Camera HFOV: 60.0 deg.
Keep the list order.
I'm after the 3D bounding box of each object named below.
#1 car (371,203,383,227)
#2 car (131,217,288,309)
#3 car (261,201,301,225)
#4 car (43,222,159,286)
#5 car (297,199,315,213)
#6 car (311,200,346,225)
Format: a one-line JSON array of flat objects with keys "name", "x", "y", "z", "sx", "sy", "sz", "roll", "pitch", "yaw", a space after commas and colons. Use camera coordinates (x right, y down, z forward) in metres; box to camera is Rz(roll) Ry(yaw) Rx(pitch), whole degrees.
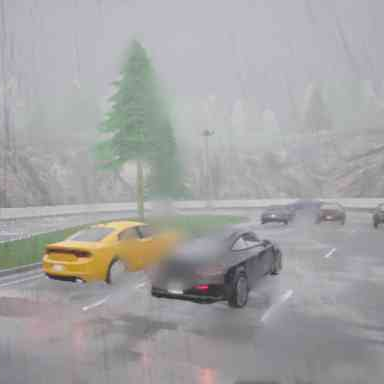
[{"name": "car", "x": 12.345, "y": 1.381, "z": 20.795, "sx": 1.812, "sy": 1.442, "sz": 4.674, "roll": -2, "pitch": -1, "yaw": 28}, {"name": "car", "x": 0.796, "y": 1.586, "z": 8.070, "sx": 1.812, "sy": 1.442, "sz": 4.674, "roll": -2, "pitch": -1, "yaw": 28}, {"name": "car", "x": 6.556, "y": 1.629, "z": 24.949, "sx": 1.994, "sy": 1.385, "sz": 4.181, "roll": -2, "pitch": -1, "yaw": 27}, {"name": "car", "x": -2.016, "y": 1.640, "z": 10.126, "sx": 1.882, "sy": 1.535, "sz": 5.008, "roll": -2, "pitch": -1, "yaw": 28}, {"name": "car", "x": 12.535, "y": 1.493, "z": 37.064, "sx": 1.882, "sy": 1.535, "sz": 5.008, "roll": -1, "pitch": -1, "yaw": -25}, {"name": "car", "x": 9.912, "y": 1.482, "z": 23.827, "sx": 1.812, "sy": 1.442, "sz": 4.674, "roll": -2, "pitch": -1, "yaw": 25}]
